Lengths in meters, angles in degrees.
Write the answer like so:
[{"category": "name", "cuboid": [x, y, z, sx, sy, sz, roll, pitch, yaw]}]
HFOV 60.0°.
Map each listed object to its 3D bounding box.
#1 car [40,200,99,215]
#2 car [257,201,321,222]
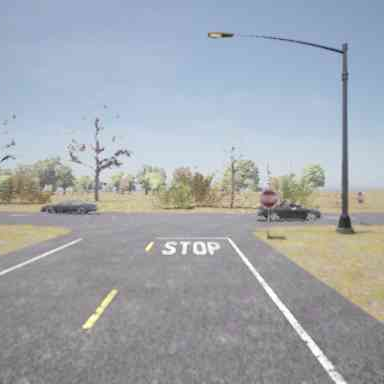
[{"category": "car", "cuboid": [-11.955, 1.468, 32.711, 5.357, 1.411, 2.033, 0, 0, -2]}, {"category": "car", "cuboid": [7.619, 1.516, 26.181, 4.892, 1.490, 1.837, 0, 0, -2]}]
